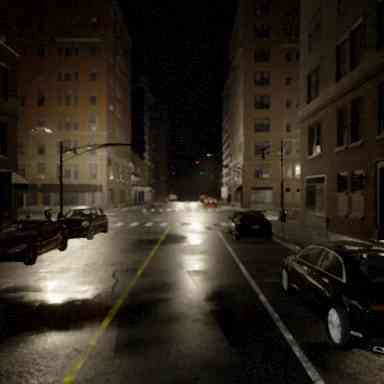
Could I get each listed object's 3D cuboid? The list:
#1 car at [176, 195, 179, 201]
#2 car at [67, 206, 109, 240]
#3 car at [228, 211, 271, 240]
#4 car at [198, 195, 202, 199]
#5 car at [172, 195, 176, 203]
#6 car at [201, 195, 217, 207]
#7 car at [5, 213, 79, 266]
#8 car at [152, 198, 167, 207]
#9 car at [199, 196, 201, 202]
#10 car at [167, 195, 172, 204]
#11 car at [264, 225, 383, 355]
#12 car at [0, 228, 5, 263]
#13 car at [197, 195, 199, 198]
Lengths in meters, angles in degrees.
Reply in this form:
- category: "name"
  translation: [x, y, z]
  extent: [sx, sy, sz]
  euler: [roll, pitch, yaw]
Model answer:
- category: "car"
  translation: [-5.436, 1.703, 92.036]
  extent: [2.192, 1.841, 5.009]
  euler: [0, 0, 0]
- category: "car"
  translation: [-5.645, 1.487, 17.073]
  extent: [1.967, 1.590, 4.097]
  euler: [0, 0, 0]
- category: "car"
  translation: [2.881, 1.612, 17.060]
  extent: [1.947, 1.339, 4.313]
  euler: [0, 0, 0]
- category: "car"
  translation: [3.037, 1.727, 75.786]
  extent: [1.967, 1.590, 4.097]
  euler: [0, 0, 0]
- category: "car"
  translation: [-5.470, 1.842, 81.048]
  extent: [1.752, 1.417, 4.829]
  euler: [0, 0, 0]
- category: "car"
  translation: [2.967, 1.621, 54.150]
  extent: [1.967, 1.590, 4.097]
  euler: [0, 0, 0]
- category: "car"
  translation: [-5.653, 1.613, 11.571]
  extent: [1.802, 1.307, 4.206]
  euler: [0, 0, 0]
- category: "car"
  translation: [-5.557, 1.763, 54.175]
  extent: [1.802, 1.307, 4.206]
  euler: [0, 0, 0]
- category: "car"
  translation: [3.003, 1.780, 64.968]
  extent: [2.008, 1.369, 4.403]
  euler: [0, 0, 0]
- category: "car"
  translation: [-5.522, 1.780, 64.992]
  extent: [2.008, 1.369, 4.403]
  euler: [0, 0, 0]
- category: "car"
  translation: [2.865, 1.567, 6.058]
  extent: [2.008, 1.369, 4.403]
  euler: [0, 0, 0]
- category: "car"
  translation: [-5.660, 1.582, 6.070]
  extent: [1.947, 1.339, 4.313]
  euler: [0, 0, 0]
- category: "car"
  translation: [3.072, 1.792, 86.604]
  extent: [1.967, 1.590, 4.097]
  euler: [0, 0, 0]
